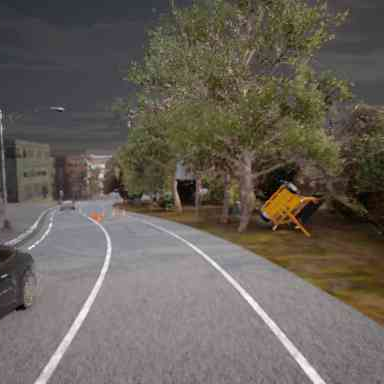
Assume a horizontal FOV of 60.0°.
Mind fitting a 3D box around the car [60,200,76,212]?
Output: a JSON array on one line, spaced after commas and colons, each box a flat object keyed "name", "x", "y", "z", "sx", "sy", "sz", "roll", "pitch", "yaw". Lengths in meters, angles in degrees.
[{"name": "car", "x": -17.019, "y": 1.843, "z": 45.568, "sx": 1.812, "sy": 1.442, "sz": 4.674, "roll": -2, "pitch": 0, "yaw": -19}]

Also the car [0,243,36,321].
[{"name": "car", "x": -3.887, "y": 1.555, "z": 5.070, "sx": 1.812, "sy": 1.442, "sz": 4.674, "roll": -1, "pitch": 0, "yaw": -7}]

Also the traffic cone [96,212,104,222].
[{"name": "traffic cone", "x": -7.439, "y": 2.067, "z": 26.522, "sx": 0.340, "sy": 0.580, "sz": 0.340, "roll": -2, "pitch": 0, "yaw": -21}]

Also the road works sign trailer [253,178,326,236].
[{"name": "road works sign trailer", "x": 5.690, "y": 1.096, "z": 17.458, "sx": 3.560, "sy": 2.380, "sz": 2.880, "roll": -1, "pitch": 46, "yaw": -49}]
